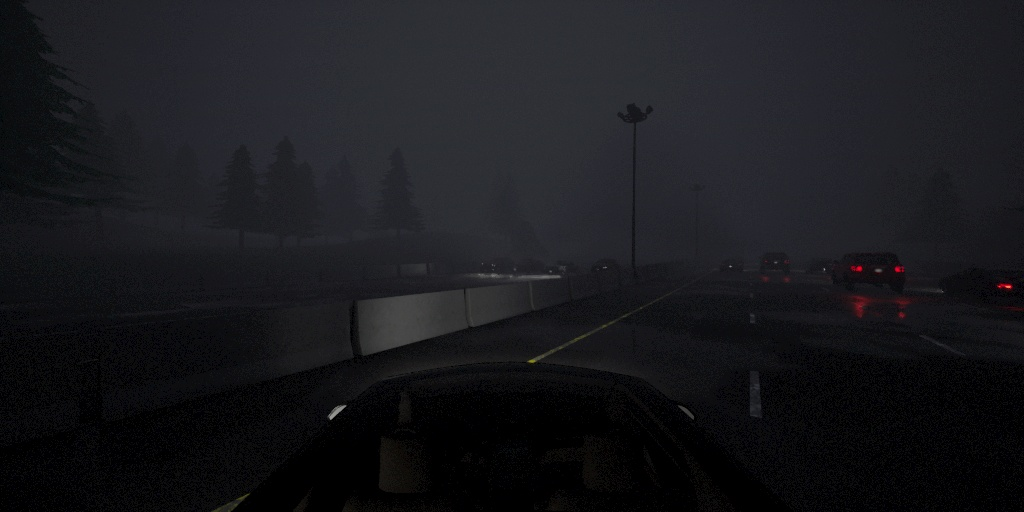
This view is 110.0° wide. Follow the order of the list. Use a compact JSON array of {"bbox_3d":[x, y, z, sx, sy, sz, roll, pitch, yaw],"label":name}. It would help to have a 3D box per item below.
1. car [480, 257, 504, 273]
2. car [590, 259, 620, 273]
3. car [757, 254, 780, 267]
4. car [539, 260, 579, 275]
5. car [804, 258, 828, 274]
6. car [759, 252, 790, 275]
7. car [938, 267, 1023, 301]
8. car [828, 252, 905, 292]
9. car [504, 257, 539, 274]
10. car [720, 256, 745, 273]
[{"bbox_3d":[-1.493,0.907,38.852,2.097,1.767,4.553,0,1,34],"label":"car"},{"bbox_3d":[9.509,1.017,36.366,1.837,1.490,4.892,0,0,34],"label":"car"},{"bbox_3d":[33.311,0.584,46.692,2.128,1.511,4.902,0,1,33],"label":"car"},{"bbox_3d":[4.901,1.148,35.810,1.895,1.301,4.718,0,1,34],"label":"car"},{"bbox_3d":[28.616,0.892,33.309,1.837,1.490,4.892,0,1,34],"label":"car"},{"bbox_3d":[25.043,0.629,34.254,2.150,2.045,5.566,0,1,34],"label":"car"},{"bbox_3d":[21.200,1.200,15.800,2.033,1.411,5.357,0,1,33],"label":"car"},{"bbox_3d":[19.983,0.834,20.311,2.150,2.045,5.566,0,0,34],"label":"car"},{"bbox_3d":[1.671,1.044,37.285,2.128,1.511,4.902,0,1,34],"label":"car"},{"bbox_3d":[22.517,0.956,36.780,1.994,1.385,4.181,0,1,34],"label":"car"}]
